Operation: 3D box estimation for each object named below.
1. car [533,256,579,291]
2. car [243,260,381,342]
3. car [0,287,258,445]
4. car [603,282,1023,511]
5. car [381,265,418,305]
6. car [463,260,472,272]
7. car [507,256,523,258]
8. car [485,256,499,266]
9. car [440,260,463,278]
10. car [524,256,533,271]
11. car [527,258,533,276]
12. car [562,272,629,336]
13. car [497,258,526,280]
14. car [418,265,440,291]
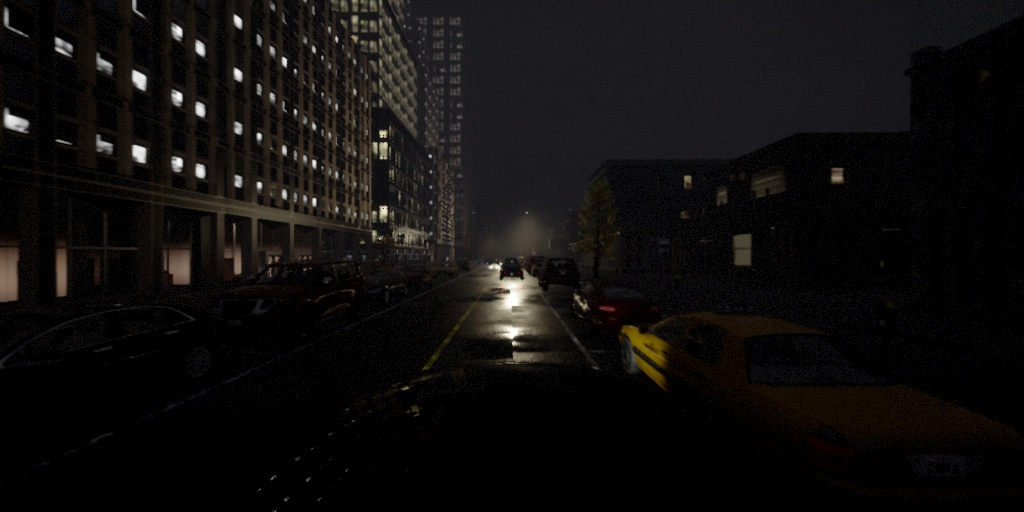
[{"bbox_3d":[2.642,0.973,20.987,2.192,1.841,5.009,0,0,0],"label":"car"},{"bbox_3d":[-5.707,1.034,9.892,2.192,1.841,5.009,0,0,0],"label":"car"},{"bbox_3d":[-5.692,1.296,4.355,2.007,1.370,4.403,0,0,0],"label":"car"},{"bbox_3d":[2.688,1.259,4.546,1.751,1.417,4.829,0,0,0],"label":"car"},{"bbox_3d":[-5.723,1.245,15.429,2.007,1.370,4.403,0,0,0],"label":"car"},{"bbox_3d":[-5.801,1.143,43.113,1.948,1.339,4.313,0,0,0],"label":"car"},{"bbox_3d":[-0.061,0.926,41.678,2.097,1.767,4.553,0,0,0],"label":"car"},{"bbox_3d":[-3.199,0.982,64.805,2.128,1.511,4.902,0,0,0],"label":"car"},{"bbox_3d":[-5.770,1.148,31.870,1.751,1.417,4.829,0,0,0],"label":"car"},{"bbox_3d":[2.595,0.903,37.599,2.192,1.841,5.009,0,0,0],"label":"car"},{"bbox_3d":[2.610,1.136,32.231,1.751,1.417,4.829,0,0,0],"label":"car"},{"bbox_3d":[2.673,1.290,9.914,1.802,1.307,4.207,0,0,0],"label":"car"},{"bbox_3d":[-0.008,1.153,29.020,1.812,1.442,4.674,0,0,0],"label":"car"},{"bbox_3d":[-5.739,1.215,20.966,1.888,1.381,4.507,0,0,0],"label":"car"}]
